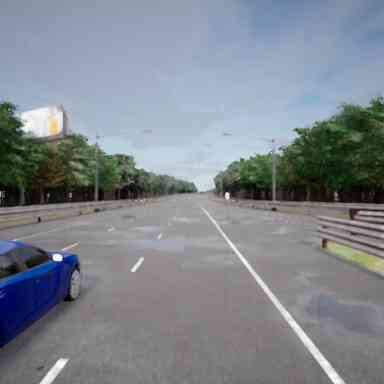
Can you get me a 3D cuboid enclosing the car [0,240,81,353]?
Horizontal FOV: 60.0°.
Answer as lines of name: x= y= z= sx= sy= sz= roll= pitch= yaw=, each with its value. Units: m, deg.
car: x=-3.393 y=1.518 z=5.420 sx=1.882 sy=1.535 sz=5.008 roll=0 pitch=0 yaw=0
